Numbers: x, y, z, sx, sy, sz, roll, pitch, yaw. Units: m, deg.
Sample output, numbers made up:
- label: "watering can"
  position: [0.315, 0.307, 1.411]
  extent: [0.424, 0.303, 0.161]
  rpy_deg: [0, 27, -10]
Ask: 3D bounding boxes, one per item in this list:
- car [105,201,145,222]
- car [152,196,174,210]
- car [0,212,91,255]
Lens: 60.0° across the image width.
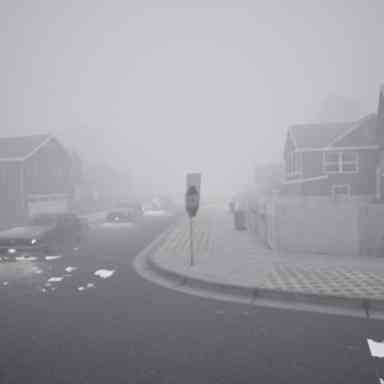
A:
- label: "car"
  position: [-5.033, 1.445, 25.939]
  extent: [2.033, 1.411, 5.357]
  rpy_deg: [-1, 0, 5]
- label: "car"
  position: [-3.430, 1.239, 39.663]
  extent: [2.128, 1.511, 4.902]
  rpy_deg: [-1, 0, 8]
- label: "car"
  position: [-5.926, 1.567, 13.832]
  extent: [2.033, 1.411, 5.357]
  rpy_deg: [-2, 0, 3]
